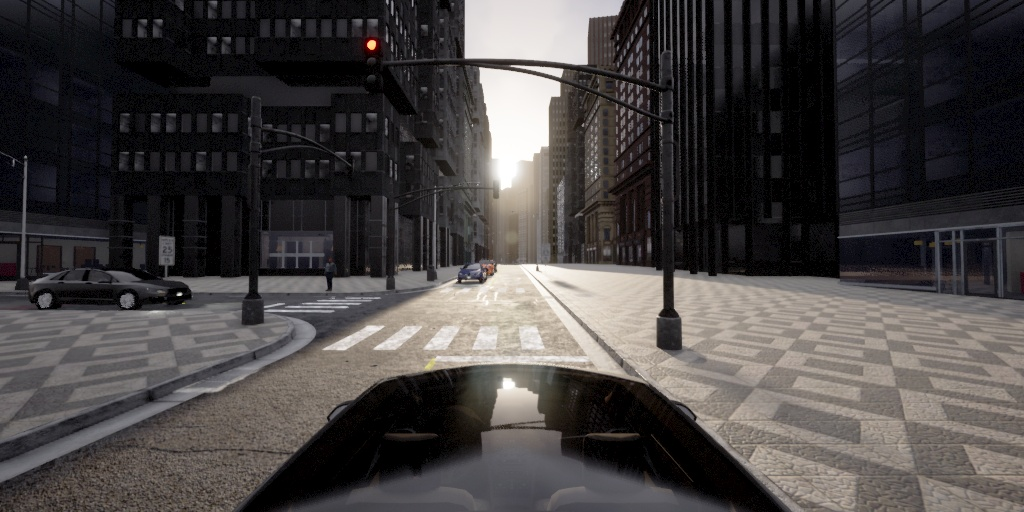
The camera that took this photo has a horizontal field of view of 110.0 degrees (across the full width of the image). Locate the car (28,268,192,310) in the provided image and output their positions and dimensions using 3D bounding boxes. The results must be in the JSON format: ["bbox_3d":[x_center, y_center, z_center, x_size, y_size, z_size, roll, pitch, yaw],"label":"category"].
[{"bbox_3d":[-14.827,1.194,13.381,4.892,1.490,1.837,0,-1,0],"label":"car"}]

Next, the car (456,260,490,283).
[{"bbox_3d":[-3.045,1.288,28.247,1.812,1.442,4.674,0,0,2],"label":"car"}]

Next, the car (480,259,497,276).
[{"bbox_3d":[-3.020,1.137,38.252,2.097,1.767,4.553,0,0,0],"label":"car"}]

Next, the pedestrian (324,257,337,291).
[{"bbox_3d":[-9.968,0.974,19.605,0.375,1.860,0.375,0,-1,0],"label":"pedestrian"}]
